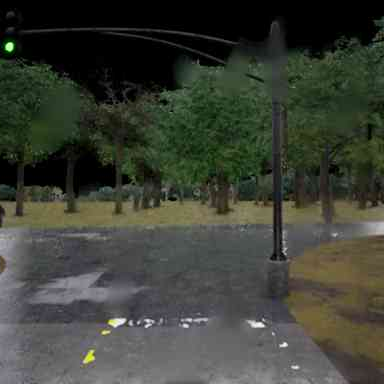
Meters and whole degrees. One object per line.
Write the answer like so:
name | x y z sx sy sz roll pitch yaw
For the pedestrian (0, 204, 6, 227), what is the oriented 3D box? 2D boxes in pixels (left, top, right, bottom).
pedestrian | -15.206 1.862 26.512 0.375 1.860 0.375 0 -2 0
